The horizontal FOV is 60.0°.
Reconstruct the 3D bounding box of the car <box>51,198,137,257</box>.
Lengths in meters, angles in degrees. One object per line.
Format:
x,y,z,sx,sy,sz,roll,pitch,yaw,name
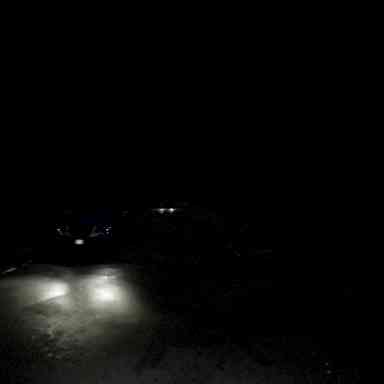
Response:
-3.639,1.264,13.466,2.150,2.045,5.566,0,0,0,car

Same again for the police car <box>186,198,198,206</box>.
0.239,2.269,75.285,1.930,1.638,5.238,0,-1,-1,police car

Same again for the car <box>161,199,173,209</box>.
-4.100,1.954,54.838,1.882,1.535,5.008,0,-1,-1,car

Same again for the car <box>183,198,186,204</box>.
-1.526,2.561,94.331,2.128,1.511,4.902,0,-1,-2,car
